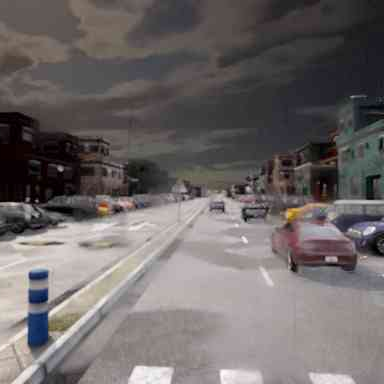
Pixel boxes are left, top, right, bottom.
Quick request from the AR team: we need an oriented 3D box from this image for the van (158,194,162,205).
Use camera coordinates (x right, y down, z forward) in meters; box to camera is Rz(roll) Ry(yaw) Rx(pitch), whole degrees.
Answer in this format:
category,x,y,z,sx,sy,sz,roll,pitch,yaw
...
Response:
category,x,y,z,sx,sy,sz,roll,pitch,yaw
van,-8.030,1.427,58.041,4.442,1.987,1.878,0,0,4

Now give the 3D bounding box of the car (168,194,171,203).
category,x,y,z,sx,sy,sz,roll,pitch,yaw
car,-7.333,1.746,68.924,4.792,1.488,2.163,0,0,4

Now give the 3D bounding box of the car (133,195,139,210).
category,x,y,z,sx,sy,sz,roll,pitch,yaw
car,-9.469,1.461,41.436,4.553,1.767,2.185,0,0,4

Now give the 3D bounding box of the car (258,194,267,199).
category,x,y,z,sx,sy,sz,roll,pitch,yaw
car,10.308,1.398,35.508,5.566,2.045,2.435,0,0,4

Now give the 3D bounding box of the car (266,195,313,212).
category,x,y,z,sx,sy,sz,roll,pitch,yaw
car,9.921,1.390,29.836,5.566,2.045,2.435,0,0,4

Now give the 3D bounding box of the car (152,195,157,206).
category,x,y,z,sx,sy,sz,roll,pitch,yaw
car,-8.578,1.627,52.428,4.892,1.521,2.231,0,0,4

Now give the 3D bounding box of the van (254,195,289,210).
category,x,y,z,sx,sy,sz,roll,pitch,yaw
van,11.080,1.448,46.474,4.442,1.987,1.878,0,0,4

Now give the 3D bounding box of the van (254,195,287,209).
category,x,y,z,sx,sy,sz,roll,pitch,yaw
van,11.530,1.459,49.224,4.442,1.987,1.878,0,0,4

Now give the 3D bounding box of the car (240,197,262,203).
category,x,y,z,sx,sy,sz,roll,pitch,yaw
car,13.583,1.879,76.937,4.674,1.452,2.002,0,0,4

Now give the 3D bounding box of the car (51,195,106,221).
category,x,y,z,sx,sy,sz,roll,pitch,yaw
car,-10.533,1.307,27.691,5.566,2.045,2.435,0,0,4

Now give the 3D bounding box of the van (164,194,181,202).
category,x,y,z,sx,sy,sz,roll,pitch,yaw
van,-5.499,1.699,93.671,4.442,1.987,1.878,0,-1,4

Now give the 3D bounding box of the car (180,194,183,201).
category,x,y,z,sx,sy,sz,roll,pitch,yaw
car,-5.594,1.939,90.911,4.674,1.452,2.002,0,-1,4

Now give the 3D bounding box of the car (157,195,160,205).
category,x,y,z,sx,sy,sz,roll,pitch,yaw
car,-8.365,1.639,55.176,4.892,1.521,2.231,0,0,4

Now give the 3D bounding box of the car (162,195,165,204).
category,x,y,z,sx,sy,sz,roll,pitch,yaw
car,-7.942,1.706,60.674,4.674,1.452,2.002,0,0,4

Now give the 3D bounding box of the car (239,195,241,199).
category,x,y,z,sx,sy,sz,roll,pitch,yaw
car,12.532,1.760,65.870,5.366,1.575,1.946,0,0,4

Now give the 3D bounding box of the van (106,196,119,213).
category,x,y,z,sx,sy,sz,roll,pitch,yaw
van,-9.962,1.343,33.178,4.442,1.987,1.878,0,0,4

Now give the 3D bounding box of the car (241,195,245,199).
category,x,y,z,sx,sy,sz,roll,pitch,yaw
car,12.255,1.480,60.320,5.566,2.045,2.435,0,0,4

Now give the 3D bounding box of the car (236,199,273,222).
category,x,y,z,sx,sy,sz,roll,pitch,yaw
car,5.134,1.634,28.122,2.128,1.511,4.902,0,0,4

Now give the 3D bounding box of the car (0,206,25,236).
category,x,y,z,sx,sy,sz,roll,pitch,yaw
car,-11.358,1.570,16.688,4.674,1.452,2.002,0,0,4

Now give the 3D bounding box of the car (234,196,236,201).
category,x,y,z,sx,sy,sz,roll,pitch,yaw
car,14.450,1.934,88.017,5.008,1.535,2.097,0,-1,4

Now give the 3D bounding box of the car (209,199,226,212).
category,x,y,z,sx,sy,sz,roll,pitch,yaw
car,3.150,1.642,41.464,2.128,1.511,4.902,0,0,5

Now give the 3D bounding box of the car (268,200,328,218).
category,x,y,z,sx,sy,sz,roll,pitch,yaw
car,10.293,1.642,32.596,5.366,1.575,1.946,0,0,4

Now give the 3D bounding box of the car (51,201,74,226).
category,x,y,z,sx,sy,sz,roll,pitch,yaw
car,-10.939,1.551,22.192,4.892,1.521,2.231,0,0,4

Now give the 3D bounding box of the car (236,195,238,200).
category,x,y,z,sx,sy,sz,roll,pitch,yaw
car,13.990,1.758,82.483,4.553,1.767,2.185,0,-1,4

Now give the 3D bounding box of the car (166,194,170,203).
category,x,y,z,sx,sy,sz,roll,pitch,yaw
car,-7.511,1.699,66.171,4.892,1.521,2.231,0,0,4

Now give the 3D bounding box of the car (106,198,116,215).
category,x,y,z,sx,sy,sz,roll,pitch,yaw
car,-10.108,1.561,30.423,5.366,1.575,1.946,0,0,4

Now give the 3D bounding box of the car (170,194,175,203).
category,x,y,z,sx,sy,sz,roll,pitch,yaw
car,-6.882,1.755,74.420,5.008,1.535,2.097,0,0,4

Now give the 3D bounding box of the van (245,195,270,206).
category,x,y,z,sx,sy,sz,roll,pitch,yaw
van,12.384,1.521,63.095,4.442,1.987,1.878,0,0,4

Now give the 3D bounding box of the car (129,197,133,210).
category,x,y,z,sx,sy,sz,roll,pitch,yaw
car,-9.683,1.453,38.688,4.553,1.767,2.185,0,0,4

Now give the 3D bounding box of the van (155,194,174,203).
category,x,y,z,sx,sy,sz,roll,pitch,yaw
van,-6.565,1.573,79.927,4.442,1.987,1.878,0,0,4

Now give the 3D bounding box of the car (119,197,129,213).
category,x,y,z,sx,sy,sz,roll,pitch,yaw
car,-9.871,1.573,35.936,5.008,1.535,2.097,0,0,4

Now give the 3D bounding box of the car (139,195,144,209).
category,x,y,z,sx,sy,sz,roll,pitch,yaw
car,-9.193,1.469,44.181,4.553,1.767,2.185,0,0,4

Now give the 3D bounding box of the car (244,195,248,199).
category,x,y,z,sx,sy,sz,roll,pitch,yaw
car,12.058,1.720,57.545,4.892,1.521,2.231,0,0,4

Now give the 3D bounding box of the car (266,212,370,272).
category,x,y,z,sx,sy,sz,roll,pitch,yaw
car,3.834,1.620,11.043,1.812,1.442,4.674,0,0,4

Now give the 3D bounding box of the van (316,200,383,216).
category,x,y,z,sx,sy,sz,roll,pitch,yaw
van,8.698,1.396,16.118,4.442,1.987,1.878,0,0,4

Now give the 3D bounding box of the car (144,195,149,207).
category,x,y,z,sx,sy,sz,roll,pitch,yaw
car,-9.005,1.605,46.931,4.892,1.521,2.231,0,0,4

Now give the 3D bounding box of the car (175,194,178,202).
category,x,y,z,sx,sy,sz,roll,pitch,yaw
car,-6.691,1.525,77.171,5.566,2.045,2.435,0,0,4

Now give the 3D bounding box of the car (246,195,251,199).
category,x,y,z,sx,sy,sz,roll,pitch,yaw
car,11.817,1.735,54.777,4.792,1.488,2.163,0,0,5

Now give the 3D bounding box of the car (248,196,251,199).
category,x,y,z,sx,sy,sz,roll,pitch,yaw
car,11.637,1.735,52.128,4.674,1.452,2.002,0,0,4

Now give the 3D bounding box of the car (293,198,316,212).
category,x,y,z,sx,sy,sz,roll,pitch,yaw
car,9.270,1.507,21.525,4.553,1.767,2.185,0,0,4

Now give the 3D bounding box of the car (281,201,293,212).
category,x,y,z,sx,sy,sz,roll,pitch,yaw
car,9.460,1.636,24.423,5.008,1.535,2.097,0,0,4

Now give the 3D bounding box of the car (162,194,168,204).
category,x,y,z,sx,sy,sz,roll,pitch,yaw
car,-7.915,1.678,63.439,5.366,1.575,1.946,0,0,4

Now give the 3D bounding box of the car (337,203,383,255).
category,x,y,z,sx,sy,sz,roll,pitch,yaw
car,8.618,1.482,13.207,4.553,1.767,2.185,0,0,4

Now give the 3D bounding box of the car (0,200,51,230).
category,x,y,z,sx,sy,sz,roll,pitch,yaw
car,-11.115,1.415,19.435,4.553,1.767,2.185,0,0,4

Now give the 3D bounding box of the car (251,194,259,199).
category,x,y,z,sx,sy,sz,roll,pitch,yaw
car,11.007,1.415,43.691,5.566,2.045,2.435,0,0,4

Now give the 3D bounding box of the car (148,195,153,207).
category,x,y,z,sx,sy,sz,roll,pitch,yaw
car,-8.792,1.615,49.680,4.892,1.521,2.231,0,0,4
